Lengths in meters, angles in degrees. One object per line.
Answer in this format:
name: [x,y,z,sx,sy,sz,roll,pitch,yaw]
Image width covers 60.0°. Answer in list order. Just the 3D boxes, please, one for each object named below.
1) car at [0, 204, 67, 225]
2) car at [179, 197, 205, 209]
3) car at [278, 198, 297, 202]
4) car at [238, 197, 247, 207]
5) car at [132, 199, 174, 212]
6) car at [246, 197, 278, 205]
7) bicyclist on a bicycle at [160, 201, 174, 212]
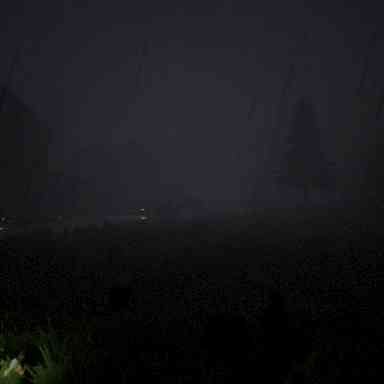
car: [-10.804,1.552,22.818,1.994,1.385,4.181,0,0,36]
car: [0.045,1.460,42.965,1.816,1.474,4.193,7,3,33]
car: [15.257,1.567,53.137,1.895,1.301,4.718,0,0,36]
car: [8.681,1.495,49.971,1.837,1.490,4.892,0,-1,36]
car: [-3.779,1.488,32.659,1.837,1.490,4.892,0,1,36]
car: [9.579,1.492,45.097,1.812,1.442,4.674,0,0,36]
bicyclist on a bicycle: [-1.761,1.454,23.229,1.656,1.620,0.582,3,2,35]
